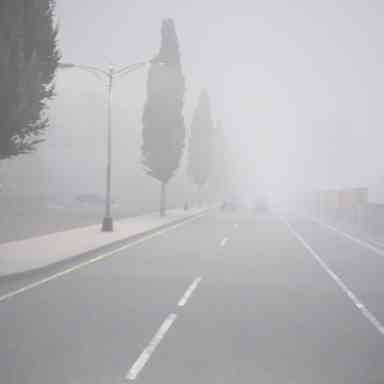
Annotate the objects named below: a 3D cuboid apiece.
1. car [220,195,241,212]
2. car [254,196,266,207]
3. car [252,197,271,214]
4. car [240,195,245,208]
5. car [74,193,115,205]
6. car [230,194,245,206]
[{"bbox_3d":[4.153,1.426,36.934,1.812,1.442,4.674,2,0,11],"label":"car"},{"bbox_3d":[10.946,1.486,53.617,1.837,1.490,4.892,2,0,11],"label":"car"},{"bbox_3d":[7.400,1.540,35.285,2.033,1.411,5.357,2,0,11],"label":"car"},{"bbox_3d":[5.849,1.247,45.514,2.097,1.767,4.553,2,0,12],"label":"car"},{"bbox_3d":[-12.419,0.801,42.154,5.357,1.411,2.033,3,0,24],"label":"car"},{"bbox_3d":[7.513,1.241,54.268,2.097,1.767,4.553,2,0,11],"label":"car"}]
